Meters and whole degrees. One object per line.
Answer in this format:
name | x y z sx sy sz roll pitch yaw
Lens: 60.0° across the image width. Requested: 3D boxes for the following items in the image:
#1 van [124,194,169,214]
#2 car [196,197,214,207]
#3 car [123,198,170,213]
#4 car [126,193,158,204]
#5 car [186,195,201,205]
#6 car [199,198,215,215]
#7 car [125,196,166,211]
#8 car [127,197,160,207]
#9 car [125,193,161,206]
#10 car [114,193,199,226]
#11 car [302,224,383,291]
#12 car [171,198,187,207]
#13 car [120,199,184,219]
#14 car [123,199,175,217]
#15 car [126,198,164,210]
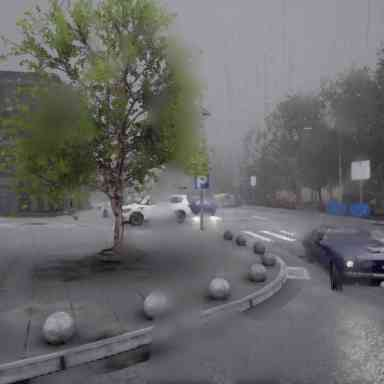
van | -4.884 1.269 35.863 4.442 1.987 1.878 -1 0 -30
car | 1.999 1.584 52.233 1.994 1.385 4.181 0 0 -10
car | -5.287 1.495 38.884 5.008 1.535 2.097 -1 0 -30
car | -9.859 1.279 65.548 5.566 2.045 2.435 -1 0 -30
car | 0.266 1.387 61.971 2.097 1.767 4.553 0 0 -10
car | 0.988 1.486 33.592 1.882 1.535 5.008 0 0 -10
car | -5.839 1.371 41.836 4.553 1.767 2.185 -1 0 -30
car | -7.817 1.536 53.705 4.792 1.488 2.163 -1 0 -30
car | -8.326 1.259 56.662 5.566 2.045 2.435 -1 0 -30
car | -2.729 1.238 24.066 5.566 2.045 2.435 -1 0 -30
car | 4.353 1.602 9.039 1.895 1.301 4.718 0 0 8
car | -2.120 1.627 52.019 1.994 1.385 4.181 0 0 -10
car | -3.588 1.486 30.101 5.366 1.575 1.946 -1 0 -30
car | -4.272 1.533 32.968 4.674 1.452 2.002 -1 0 -30
car | -6.317 1.538 44.807 4.674 1.452 2.002 -1 0 -30
